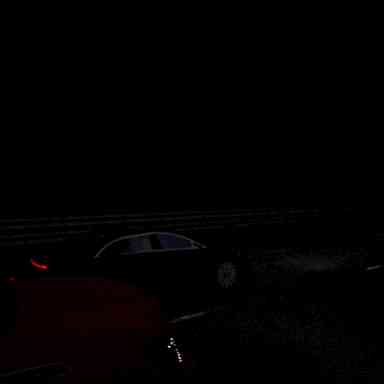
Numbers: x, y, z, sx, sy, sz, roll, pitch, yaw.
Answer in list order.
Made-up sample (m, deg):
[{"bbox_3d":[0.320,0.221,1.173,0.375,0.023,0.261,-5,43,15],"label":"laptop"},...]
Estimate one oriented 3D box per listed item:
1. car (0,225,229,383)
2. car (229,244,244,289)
[{"bbox_3d":[-2.621,1.223,1.876,5.566,2.045,2.150,0,0,-36],"label":"car"},{"bbox_3d":[-0.971,1.484,7.346,4.902,1.511,2.128,0,1,-35],"label":"car"}]
